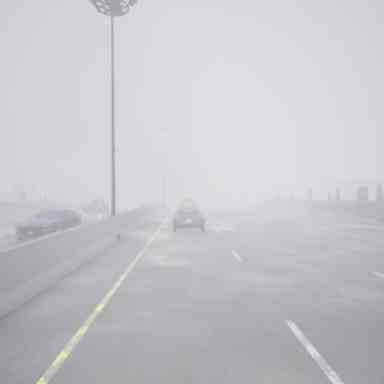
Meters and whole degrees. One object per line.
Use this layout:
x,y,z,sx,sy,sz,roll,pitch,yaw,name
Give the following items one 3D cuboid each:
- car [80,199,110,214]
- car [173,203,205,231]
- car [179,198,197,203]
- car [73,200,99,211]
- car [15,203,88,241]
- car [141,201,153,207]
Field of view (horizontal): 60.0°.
-11.167,1.566,39.068,2.097,1.767,4.553,0,0,-1,car
-0.202,1.653,21.197,1.994,1.385,4.181,0,0,-1,car
-0.468,1.514,38.375,2.097,1.767,4.553,0,0,-1,car
-14.771,1.870,46.837,2.128,1.511,4.902,0,-2,-1,car
-7.343,1.585,17.504,1.882,1.535,5.008,0,0,-1,car
-7.927,2.420,59.630,2.097,1.767,4.553,0,-5,0,car
